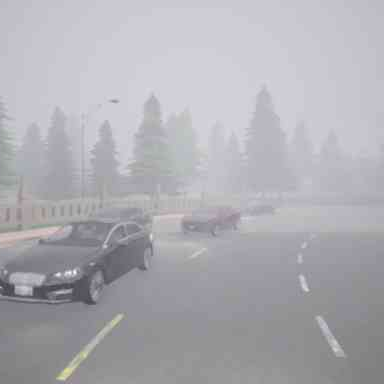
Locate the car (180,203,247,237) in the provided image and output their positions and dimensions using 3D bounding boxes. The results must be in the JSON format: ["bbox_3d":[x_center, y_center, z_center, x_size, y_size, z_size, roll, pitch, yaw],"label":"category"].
[{"bbox_3d":[1.160,1.420,18.169,1.882,1.535,5.008,0,0,28],"label":"car"}]

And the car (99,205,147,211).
[{"bbox_3d":[-3.621,1.437,16.081,1.837,1.490,4.892,0,0,23],"label":"car"}]

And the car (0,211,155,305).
[{"bbox_3d":[-2.412,1.455,8.222,2.128,1.511,4.902,0,0,13],"label":"car"}]

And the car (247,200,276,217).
[{"bbox_3d":[6.136,1.443,31.063,1.812,1.442,4.674,0,0,45],"label":"car"}]
